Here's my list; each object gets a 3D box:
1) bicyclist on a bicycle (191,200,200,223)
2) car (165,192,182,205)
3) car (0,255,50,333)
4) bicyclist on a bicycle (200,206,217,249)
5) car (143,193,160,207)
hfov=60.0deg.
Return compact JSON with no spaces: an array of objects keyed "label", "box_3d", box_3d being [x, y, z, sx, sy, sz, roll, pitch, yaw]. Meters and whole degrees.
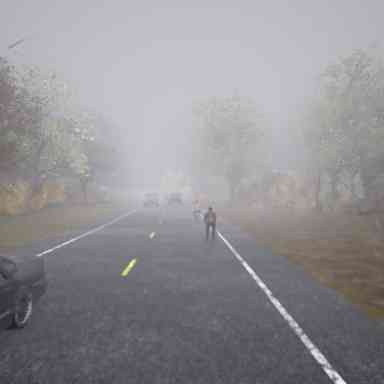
[{"label":"bicyclist on a bicycle","box_3d":[0.340,1.397,23.699,0.866,1.612,1.509,0,0,-2]},{"label":"car","box_3d":[-2.942,1.086,55.689,2.150,2.045,5.566,0,0,-6]},{"label":"car","box_3d":[-3.639,1.544,4.141,2.033,1.411,5.357,0,0,-1]},{"label":"bicyclist on a bicycle","box_3d":[0.747,1.432,13.424,0.582,1.620,1.656,0,0,-1]},{"label":"car","box_3d":[-5.910,1.121,48.513,2.150,2.045,5.566,0,0,-5]}]
